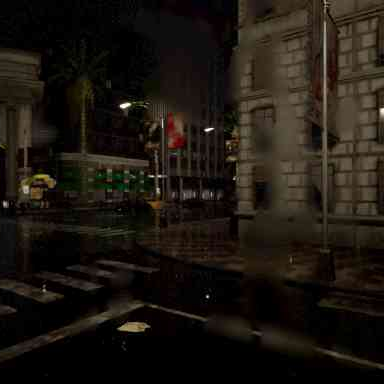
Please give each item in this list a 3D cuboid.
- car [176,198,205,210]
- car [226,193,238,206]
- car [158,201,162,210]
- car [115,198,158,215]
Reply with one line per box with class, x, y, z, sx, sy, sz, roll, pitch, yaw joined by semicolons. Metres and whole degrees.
car;-0.063;1.526;42.495;1.812;1.442;4.674;0;0;37
car;8.345;1.221;56.981;5.566;2.045;2.150;0;0;-38
car;-5.727;1.477;40.708;1.882;1.535;5.008;0;0;36
car;-5.964;1.564;34.465;1.994;1.385;4.181;0;0;36
